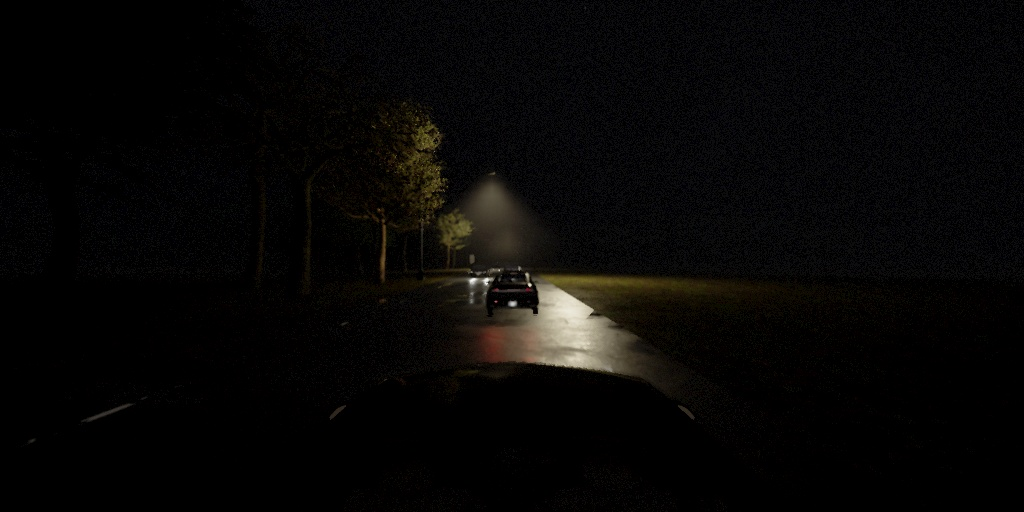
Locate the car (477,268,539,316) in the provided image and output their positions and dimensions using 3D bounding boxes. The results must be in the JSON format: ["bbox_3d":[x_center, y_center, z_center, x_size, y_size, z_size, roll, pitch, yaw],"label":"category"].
[{"bbox_3d":[0.046,1.389,14.119,2.128,1.511,4.902,0,-1,1],"label":"car"}]

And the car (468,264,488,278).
[{"bbox_3d":[-3.533,1.656,39.499,1.812,1.442,4.674,0,0,0],"label":"car"}]

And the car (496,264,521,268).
[{"bbox_3d":[0.061,1.538,29.135,2.128,1.511,4.902,0,0,1],"label":"car"}]
